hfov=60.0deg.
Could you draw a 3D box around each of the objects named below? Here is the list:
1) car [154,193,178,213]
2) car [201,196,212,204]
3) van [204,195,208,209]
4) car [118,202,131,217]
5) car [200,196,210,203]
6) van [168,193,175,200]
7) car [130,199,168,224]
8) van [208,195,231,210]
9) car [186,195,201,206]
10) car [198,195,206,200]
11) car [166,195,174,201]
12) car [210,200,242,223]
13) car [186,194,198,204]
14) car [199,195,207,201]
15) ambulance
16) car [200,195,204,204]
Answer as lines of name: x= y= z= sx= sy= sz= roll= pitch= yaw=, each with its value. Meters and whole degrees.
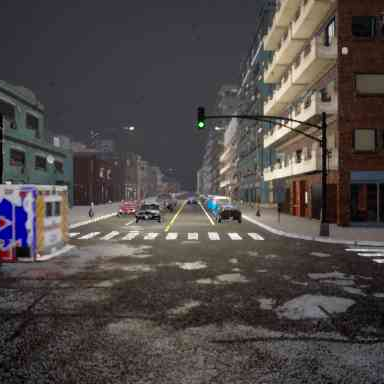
car: x=-3.079 y=1.210 z=37.667 sx=2.150 sy=2.045 sz=5.566 roll=0 pitch=0 yaw=0
car: x=2.708 y=1.532 z=64.187 sx=1.947 sy=1.339 sz=4.313 roll=1 pitch=0 yaw=0
van: x=2.709 y=1.328 z=41.864 sx=1.690 sy=1.788 sz=3.998 roll=1 pitch=0 yaw=0
car: x=-5.676 y=1.575 z=30.667 sx=1.802 sy=1.307 sz=4.206 roll=1 pitch=0 yaw=0
car: x=2.708 y=1.525 z=69.767 sx=1.947 sy=1.339 sz=4.313 roll=1 pitch=0 yaw=0
van: x=-5.666 y=1.265 z=92.049 sx=1.690 sy=1.788 sz=3.998 roll=1 pitch=0 yaw=0
car: x=-3.091 y=1.501 z=25.030 sx=1.837 sy=1.490 sz=4.892 roll=0 pitch=0 yaw=0
van: x=2.707 y=1.334 z=30.701 sx=1.690 sy=1.788 sz=3.998 roll=1 pitch=0 yaw=0
car: x=0.005 y=1.540 z=54.988 sx=1.994 sy=1.385 sz=4.181 roll=0 pitch=0 yaw=0
car: x=2.711 y=1.475 z=92.091 sx=2.008 sy=1.369 sz=4.403 roll=1 pitch=0 yaw=0
car: x=-5.671 y=1.499 z=86.469 sx=1.947 sy=1.339 sz=4.313 roll=1 pitch=0 yaw=0
car: x=2.704 y=1.547 z=25.122 sx=2.008 sy=1.369 sz=4.403 roll=1 pitch=0 yaw=0
car: x=0.004 y=1.317 z=64.999 sx=2.097 sy=1.767 sz=4.553 roll=0 pitch=0 yaw=0
car: x=2.710 y=1.487 z=80.929 sx=1.887 sy=1.381 sz=4.507 roll=1 pitch=0 yaw=0
ambulance: x=-6.986 y=1.036 z=9.916 sx=6.366 sy=2.431 sz=2.351 roll=0 pitch=0 yaw=1
car: x=2.707 y=1.503 z=53.194 sx=1.752 sy=1.417 sz=4.829 roll=1 pitch=0 yaw=0
